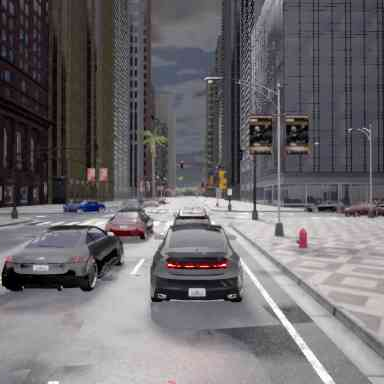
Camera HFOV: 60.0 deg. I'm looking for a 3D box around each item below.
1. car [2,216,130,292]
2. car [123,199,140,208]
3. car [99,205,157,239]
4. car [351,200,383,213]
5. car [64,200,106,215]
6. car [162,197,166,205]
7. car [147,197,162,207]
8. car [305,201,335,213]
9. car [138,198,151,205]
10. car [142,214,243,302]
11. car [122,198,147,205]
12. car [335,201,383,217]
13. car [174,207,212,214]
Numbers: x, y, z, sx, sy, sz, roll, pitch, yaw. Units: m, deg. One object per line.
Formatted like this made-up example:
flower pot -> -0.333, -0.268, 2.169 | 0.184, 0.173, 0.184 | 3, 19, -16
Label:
car -> -3.168, 1.576, 9.026 | 1.994, 1.385, 4.181 | 0, 0, 1
car -> -9.913, 1.830, 54.988 | 1.994, 1.385, 4.181 | 0, 0, 0
car -> -3.173, 1.602, 17.425 | 1.994, 1.385, 4.181 | 0, 0, 0
car -> 20.772, 1.644, 37.913 | 4.313, 1.339, 1.947 | 0, 0, -1
car -> -11.760, 1.630, 36.862 | 1.882, 1.535, 5.008 | 1, 0, 29
car -> -6.599, 1.860, 70.118 | 1.882, 1.535, 5.008 | 0, 0, 0
car -> -6.665, 1.869, 55.260 | 1.895, 1.301, 4.718 | 0, 0, 0
car -> 15.133, 1.663, 37.817 | 4.313, 1.339, 1.947 | 0, 0, -1
car -> -9.849, 1.919, 69.811 | 2.033, 1.411, 5.357 | 0, 0, 0
car -> 0.090, 1.515, 8.251 | 1.837, 1.490, 4.892 | 0, 0, 0
car -> -6.651, 1.499, 37.307 | 2.097, 1.767, 4.553 | 0, 0, 0
car -> 15.275, 1.577, 29.294 | 4.206, 1.307, 1.802 | 0, 0, -1
car -> 0.025, 1.530, 17.572 | 2.128, 1.511, 4.902 | 0, 0, 0
